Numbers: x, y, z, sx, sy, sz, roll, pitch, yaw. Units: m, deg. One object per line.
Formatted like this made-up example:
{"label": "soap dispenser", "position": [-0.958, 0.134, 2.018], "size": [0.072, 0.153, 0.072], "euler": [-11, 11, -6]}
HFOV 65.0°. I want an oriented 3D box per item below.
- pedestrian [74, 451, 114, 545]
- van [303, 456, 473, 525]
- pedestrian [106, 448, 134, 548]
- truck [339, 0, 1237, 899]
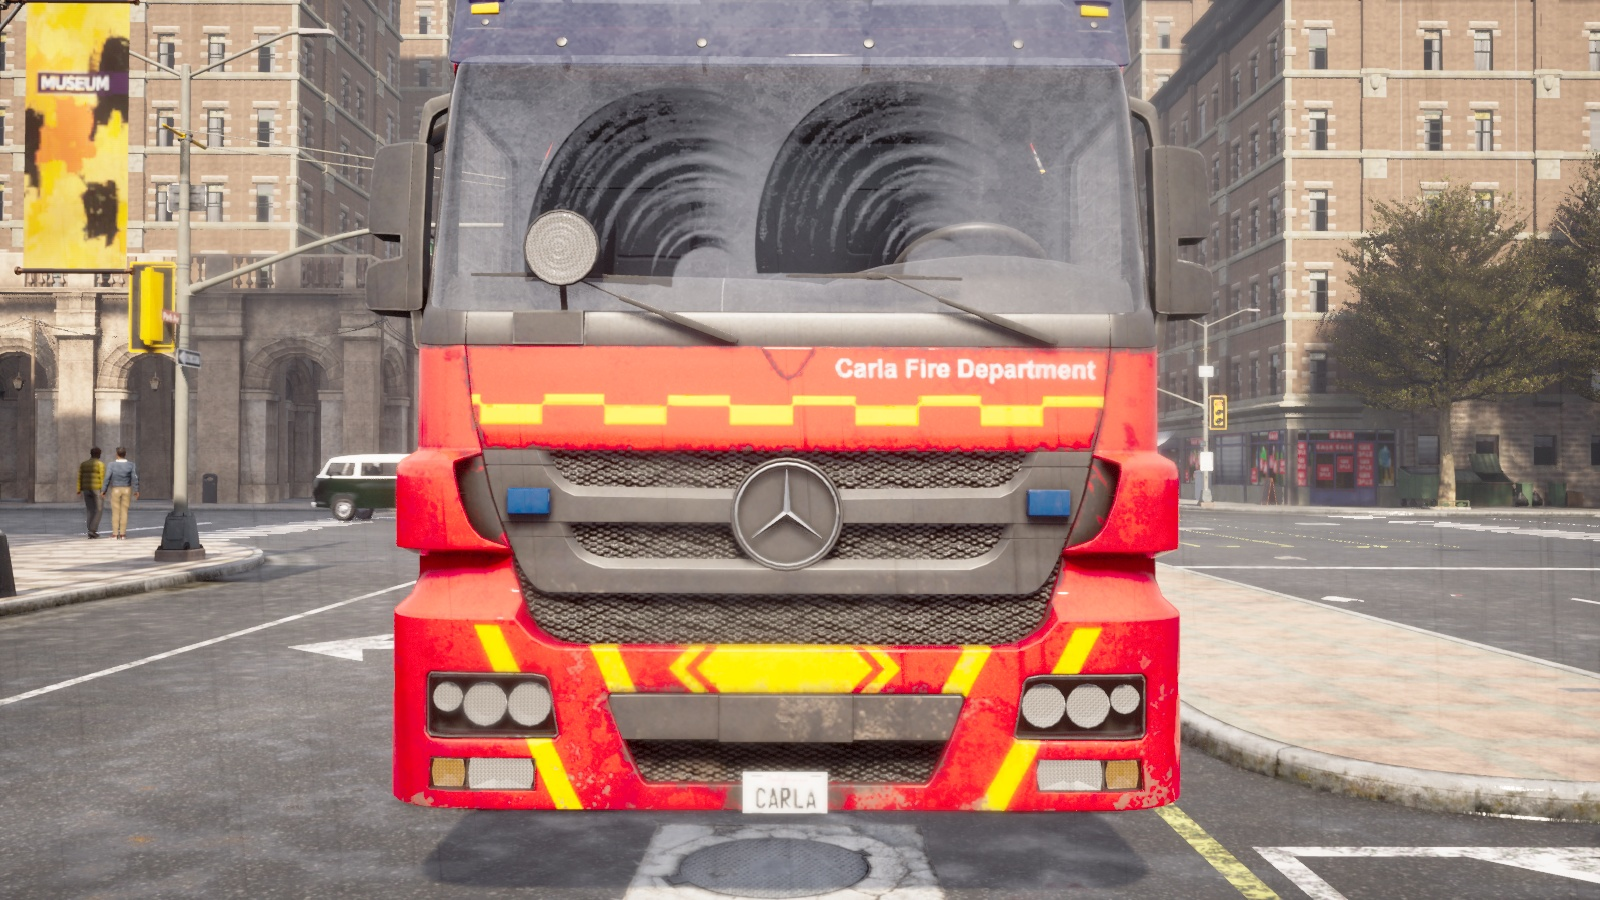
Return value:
{"label": "pedestrian", "position": [-14.035, 0.946, 24.985], "size": [0.370, 1.835, 0.726], "euler": [0, -1, 0]}
{"label": "van", "position": [-12.493, 1.229, 38.243], "size": [4.480, 2.038, 2.069], "euler": [0, -1, 1]}
{"label": "pedestrian", "position": [-13.447, 0.941, 24.820], "size": [0.423, 1.949, 0.788], "euler": [0, -1, -32]}
{"label": "truck", "position": [-0.054, -0.211, 8.305], "size": [2.891, 3.827, 8.468], "euler": [0, -1, 0]}
